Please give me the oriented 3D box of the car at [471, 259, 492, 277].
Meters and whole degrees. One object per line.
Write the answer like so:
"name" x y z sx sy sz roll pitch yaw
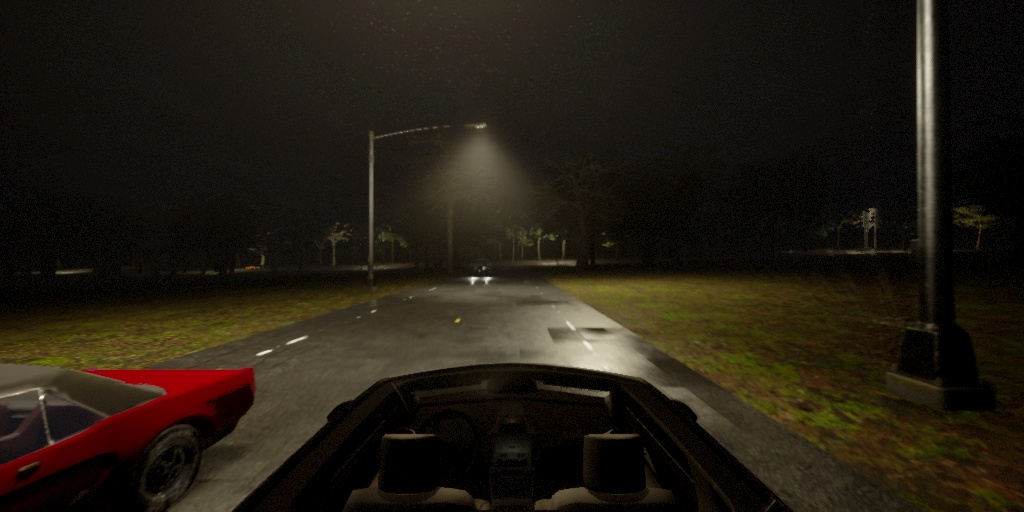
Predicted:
"car" -3.594 1.359 43.011 2.150 2.045 5.566 0 0 0

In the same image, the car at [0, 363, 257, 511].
"car" -3.601 1.349 1.488 1.895 1.301 4.718 0 -1 0
